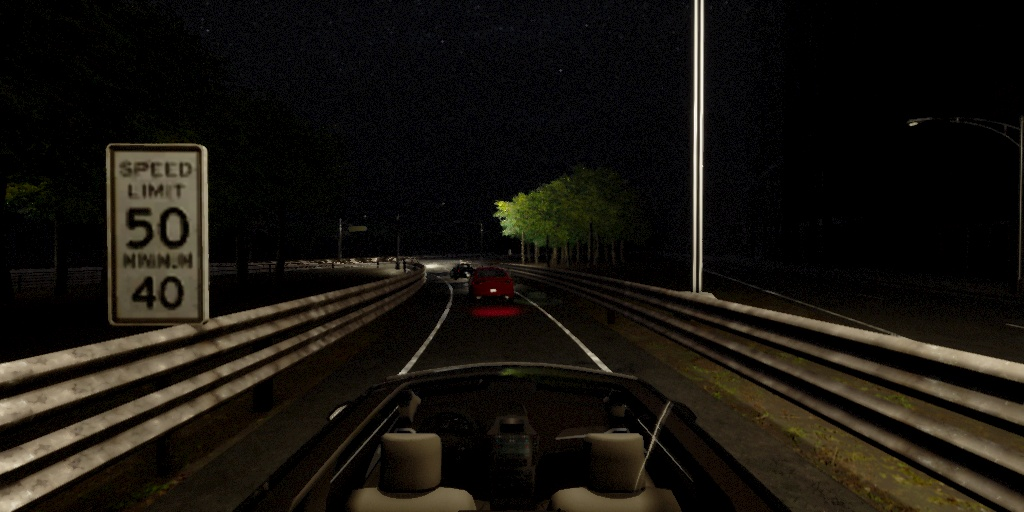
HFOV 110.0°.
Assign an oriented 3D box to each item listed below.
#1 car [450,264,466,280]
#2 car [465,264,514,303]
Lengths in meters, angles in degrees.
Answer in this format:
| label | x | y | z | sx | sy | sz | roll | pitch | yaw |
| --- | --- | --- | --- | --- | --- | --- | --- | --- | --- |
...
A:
| label | x | y | z | sx | sy | sz | roll | pitch | yaw |
| --- | --- | --- | --- | --- | --- | --- | --- | --- | --- |
| car | -4.388 | 1.384 | 32.080 | 1.994 | 1.385 | 4.181 | 0 | 0 | -16 |
| car | -1.105 | 1.254 | 16.949 | 1.882 | 1.535 | 5.008 | 0 | 0 | -8 |
